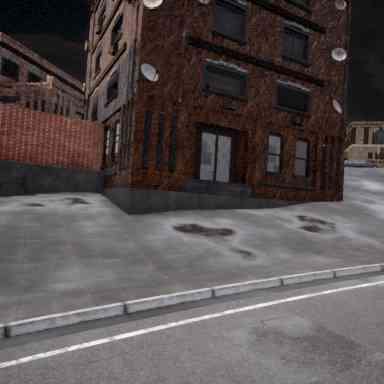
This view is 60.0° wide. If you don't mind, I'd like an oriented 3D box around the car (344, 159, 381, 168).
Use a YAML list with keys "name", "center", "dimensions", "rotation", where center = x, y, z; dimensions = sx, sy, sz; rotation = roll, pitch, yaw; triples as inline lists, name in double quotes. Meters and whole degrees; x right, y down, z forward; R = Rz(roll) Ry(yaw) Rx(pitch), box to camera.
- name: "car"
  center: [21.205, -3.297, 41.902]
  dimensions: [4.553, 1.767, 2.185]
  rotation: [2, -3, 15]
